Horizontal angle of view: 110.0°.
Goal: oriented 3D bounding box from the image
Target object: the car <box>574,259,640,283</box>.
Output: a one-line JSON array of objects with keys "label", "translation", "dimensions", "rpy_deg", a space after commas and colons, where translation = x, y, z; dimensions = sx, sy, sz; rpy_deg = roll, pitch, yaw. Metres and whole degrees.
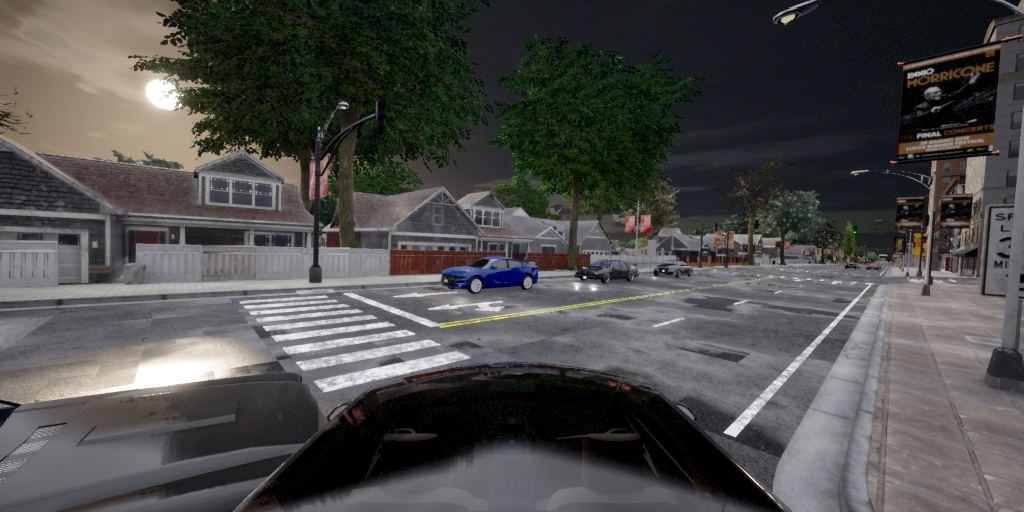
[{"label": "car", "translation": [6.342, 0.931, 23.425], "dimensions": [5.357, 1.411, 2.033], "rpy_deg": [1, 2, -43]}]

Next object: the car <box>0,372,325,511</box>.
[{"label": "car", "translation": [-3.317, 1.272, 1.448], "dimensions": [4.718, 1.301, 1.895], "rpy_deg": [1, 2, -33]}]

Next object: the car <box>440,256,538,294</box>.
[{"label": "car", "translation": [-0.916, 0.780, 16.602], "dimensions": [5.008, 1.535, 1.882], "rpy_deg": [1, 2, -43]}]

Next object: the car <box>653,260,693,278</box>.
[{"label": "car", "translation": [13.632, 1.033, 30.250], "dimensions": [4.181, 1.385, 1.994], "rpy_deg": [1, 2, -44]}]
